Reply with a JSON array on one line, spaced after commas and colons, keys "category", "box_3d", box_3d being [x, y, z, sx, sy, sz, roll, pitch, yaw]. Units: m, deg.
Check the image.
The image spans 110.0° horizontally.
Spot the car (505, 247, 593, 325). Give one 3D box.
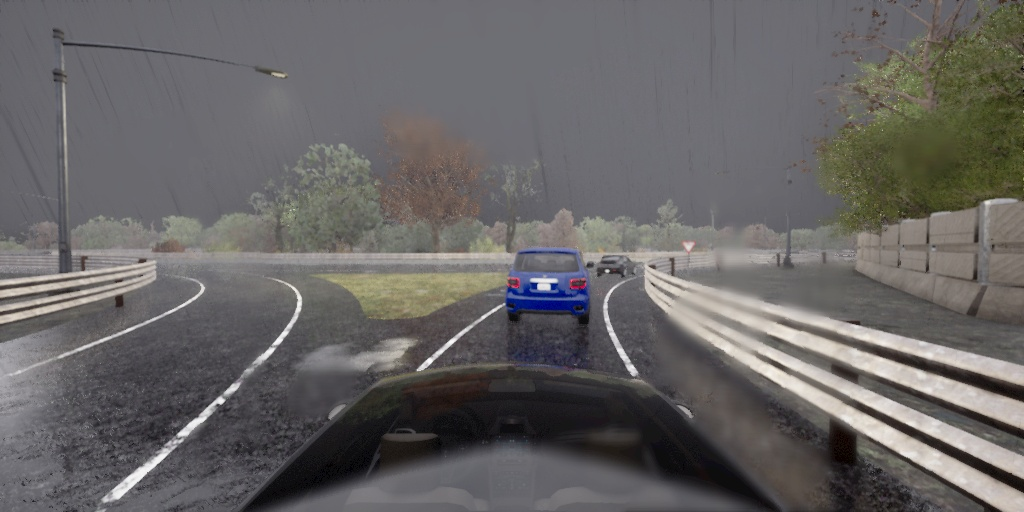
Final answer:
[{"category": "car", "box_3d": [1.310, 0.744, 11.088, 2.150, 2.045, 5.566, 0, 2, 12]}]

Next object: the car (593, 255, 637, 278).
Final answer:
[{"category": "car", "box_3d": [7.467, 0.680, 25.399, 1.837, 1.490, 4.892, 1, 2, 31]}]
